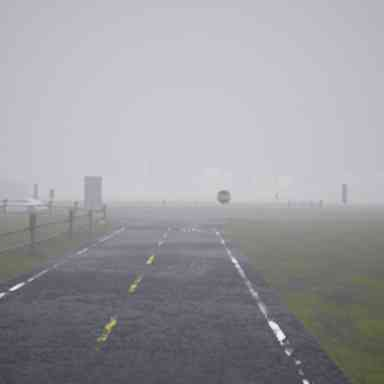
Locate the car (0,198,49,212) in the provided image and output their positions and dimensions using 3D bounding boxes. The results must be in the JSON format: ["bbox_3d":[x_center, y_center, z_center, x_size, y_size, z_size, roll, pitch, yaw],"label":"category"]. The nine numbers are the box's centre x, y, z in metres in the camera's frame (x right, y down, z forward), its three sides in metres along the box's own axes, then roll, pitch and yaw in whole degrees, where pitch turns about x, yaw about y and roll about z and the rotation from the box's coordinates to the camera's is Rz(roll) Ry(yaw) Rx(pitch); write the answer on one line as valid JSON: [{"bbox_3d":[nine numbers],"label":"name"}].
[{"bbox_3d":[-16.664,1.342,32.870,4.674,1.442,1.812,1,-1,0],"label":"car"}]
